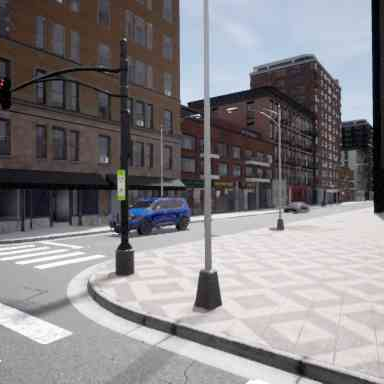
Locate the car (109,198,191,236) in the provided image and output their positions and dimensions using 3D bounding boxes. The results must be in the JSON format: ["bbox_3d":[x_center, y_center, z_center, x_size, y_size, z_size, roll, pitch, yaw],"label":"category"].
[{"bbox_3d":[-2.312,1.382,19.989,2.150,2.045,5.566,-1,-1,36],"label":"car"}]

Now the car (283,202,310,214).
[{"bbox_3d":[13.092,1.923,41.337,2.033,1.411,5.357,-1,-1,36],"label":"car"}]
